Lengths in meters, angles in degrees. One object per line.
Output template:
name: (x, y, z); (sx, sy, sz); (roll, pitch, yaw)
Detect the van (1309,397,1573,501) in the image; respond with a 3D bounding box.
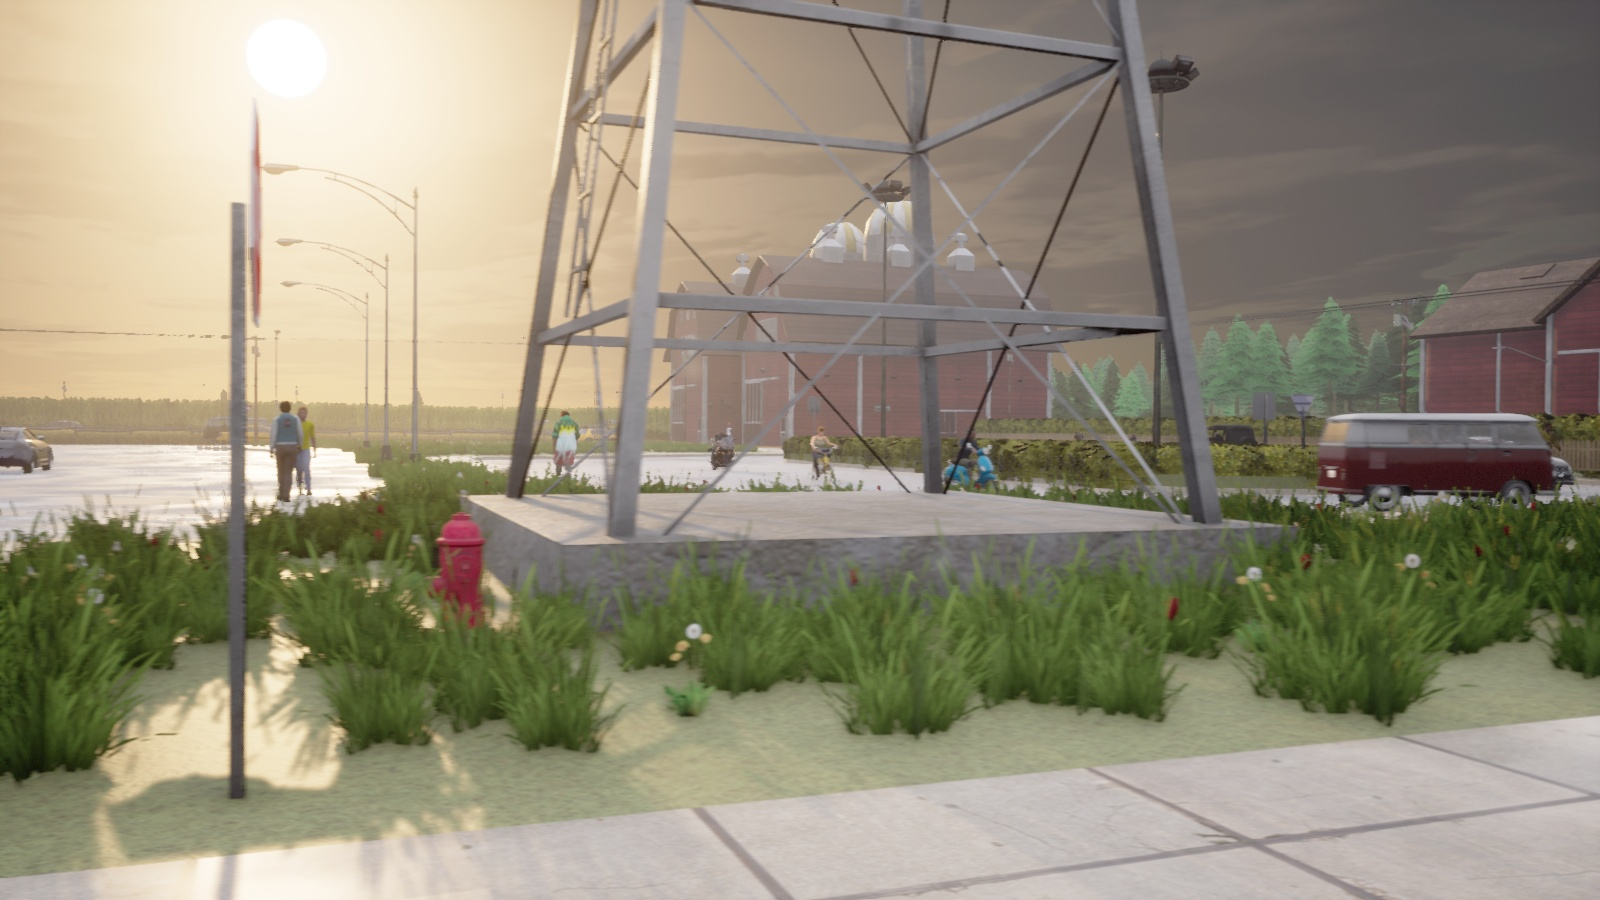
van: (12.907, -0.038, 25.467); (4.442, 1.987, 1.775); (-1, 1, 1)

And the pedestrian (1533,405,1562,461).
pedestrian: (24.987, -0.562, 41.997); (0.431, 1.840, 0.709); (-1, 1, -22)

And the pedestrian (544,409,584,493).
pedestrian: (-5.600, 0.018, 29.804); (0.659, 1.952, 0.873); (-1, 1, -28)

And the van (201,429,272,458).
van: (-39.733, -0.455, 88.687); (4.442, 1.987, 1.775); (-1, 1, -21)

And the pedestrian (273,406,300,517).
pedestrian: (-9.081, 0.190, 22.191); (0.396, 1.930, 0.692); (-1, 1, -23)

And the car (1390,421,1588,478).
car: (19.410, -0.037, 35.678); (1.837, 1.490, 4.892); (-1, 1, -21)

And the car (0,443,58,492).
car: (-24.383, 0.509, 38.682); (1.994, 1.385, 4.181); (-1, 1, -22)

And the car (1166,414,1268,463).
car: (17.051, -0.484, 51.509); (1.905, 1.878, 3.866); (-1, 1, -21)

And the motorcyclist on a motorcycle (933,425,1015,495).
motorcyclist on a motorcycle: (4.070, 0.203, 29.525); (0.866, 1.590, 1.817); (-1, 1, -38)

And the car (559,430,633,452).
car: (-15.513, -0.698, 95.753); (5.366, 1.575, 1.801); (-2, 1, -42)

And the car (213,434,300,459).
car: (-37.112, -0.255, 85.946); (5.366, 1.575, 1.801); (-1, 1, -21)

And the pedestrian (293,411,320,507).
pedestrian: (-9.606, 0.159, 24.440); (0.354, 1.836, 0.706); (-1, 1, -31)

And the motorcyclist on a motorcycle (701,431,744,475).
motorcyclist on a motorcycle: (-2.794, 0.106, 45.122); (0.866, 1.530, 2.191); (-1, 1, -22)

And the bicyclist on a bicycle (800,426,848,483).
bicyclist on a bicycle: (0.682, 0.115, 36.251); (0.866, 1.612, 1.509); (-1, 1, -21)
